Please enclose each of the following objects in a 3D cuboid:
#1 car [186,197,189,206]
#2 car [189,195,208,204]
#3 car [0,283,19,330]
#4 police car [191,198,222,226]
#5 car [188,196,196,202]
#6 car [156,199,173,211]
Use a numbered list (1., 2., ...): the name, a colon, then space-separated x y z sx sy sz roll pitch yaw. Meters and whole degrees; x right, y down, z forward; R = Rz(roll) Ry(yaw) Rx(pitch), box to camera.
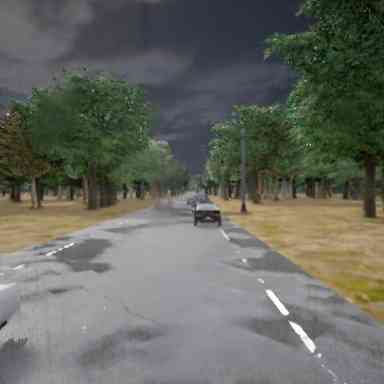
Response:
1. car: 0.001 1.600 58.680 2.128 1.511 4.902 0 0 0
2. car: 1.050 1.314 40.008 2.150 2.045 5.566 0 0 0
3. car: -3.600 1.610 2.906 1.895 1.301 4.718 0 0 0
4. police car: 1.050 1.488 24.081 1.930 1.638 5.238 0 0 0
5. car: 0.001 1.594 75.902 1.895 1.301 4.718 0 0 0
6. car: -3.588 1.618 43.277 1.812 1.442 4.674 0 0 0
